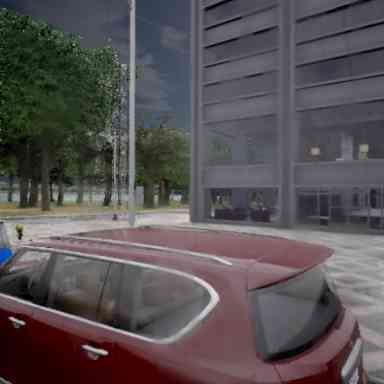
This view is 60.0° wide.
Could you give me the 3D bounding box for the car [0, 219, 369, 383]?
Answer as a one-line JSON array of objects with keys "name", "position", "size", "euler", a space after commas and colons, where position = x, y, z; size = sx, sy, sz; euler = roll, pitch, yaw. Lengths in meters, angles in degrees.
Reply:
[{"name": "car", "position": [-0.878, 1.303, 3.588], "size": [5.009, 1.841, 2.192], "euler": [0, 0, 36]}]
